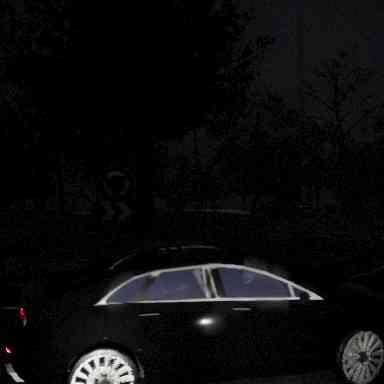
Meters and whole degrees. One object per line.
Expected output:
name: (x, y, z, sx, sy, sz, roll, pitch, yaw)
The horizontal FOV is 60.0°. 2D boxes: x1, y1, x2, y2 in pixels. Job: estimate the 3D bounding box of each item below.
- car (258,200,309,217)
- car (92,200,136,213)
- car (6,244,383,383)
car: (8.385, 1.483, 30.980, 2.128, 1.511, 4.902, 0, 0, -41)
car: (-7.887, 1.537, 35.508, 5.357, 1.411, 2.033, 0, 0, -16)
car: (0.330, 1.490, 4.405, 4.902, 1.511, 2.128, 0, 0, -11)
